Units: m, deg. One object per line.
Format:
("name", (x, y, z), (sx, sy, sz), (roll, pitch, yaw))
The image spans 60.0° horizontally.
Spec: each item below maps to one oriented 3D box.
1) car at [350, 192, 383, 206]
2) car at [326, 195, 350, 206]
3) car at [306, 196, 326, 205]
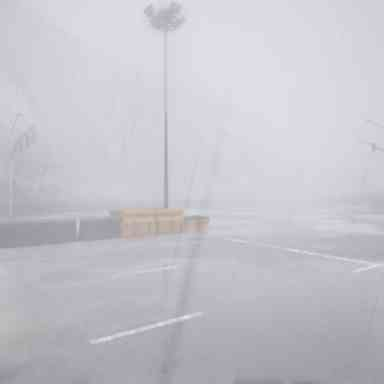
("car", (25.889, 0.977, 48.404), (5.566, 2.045, 2.150), (-1, 0, -35))
("car", (23.253, 1.252, 50.818), (4.902, 1.511, 2.128), (0, 0, -35))
("car", (20.166, 1.293, 52.910), (4.674, 1.442, 1.812), (0, 0, -35))
